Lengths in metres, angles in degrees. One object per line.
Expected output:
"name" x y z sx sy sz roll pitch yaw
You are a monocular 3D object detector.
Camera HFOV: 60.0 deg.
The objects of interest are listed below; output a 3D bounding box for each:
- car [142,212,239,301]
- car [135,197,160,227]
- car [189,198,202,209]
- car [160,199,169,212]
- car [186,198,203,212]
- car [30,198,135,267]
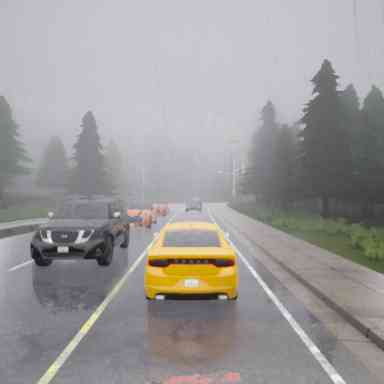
"car" -0.011 1.492 8.451 1.882 1.535 5.008 0 0 0
"car" -3.589 1.401 22.222 2.097 1.767 4.553 0 0 0
"car" 0.607 1.624 49.405 1.837 1.490 4.892 0 0 2
"car" -3.450 1.428 32.472 2.097 1.767 4.553 0 0 1
"car" 0.224 1.640 39.012 2.033 1.411 5.357 0 0 2
"car" -3.628 1.245 11.928 2.150 2.045 5.566 0 0 -2
